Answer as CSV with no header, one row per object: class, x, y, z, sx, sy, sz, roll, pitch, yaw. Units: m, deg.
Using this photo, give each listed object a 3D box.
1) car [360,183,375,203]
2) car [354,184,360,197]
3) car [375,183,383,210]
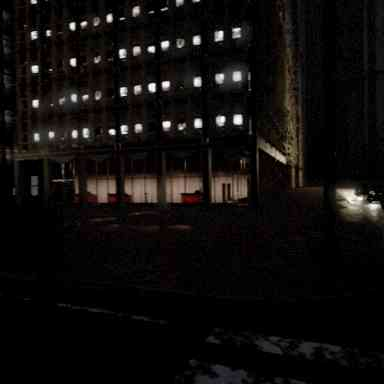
car,16.810,0.009,29.928,2.097,1.767,4.553,-1,2,21
car,20.433,-0.205,39.539,1.812,1.442,4.674,-1,2,21
car,13.344,0.242,20.878,2.150,2.045,5.566,-1,2,21
